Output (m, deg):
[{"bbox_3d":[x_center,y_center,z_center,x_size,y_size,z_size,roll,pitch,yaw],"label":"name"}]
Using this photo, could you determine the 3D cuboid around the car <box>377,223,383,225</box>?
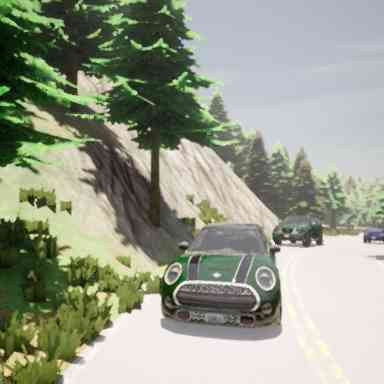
[{"bbox_3d":[22.947,4.667,39.139,2.150,2.045,5.566,-1,-6,35],"label":"car"}]

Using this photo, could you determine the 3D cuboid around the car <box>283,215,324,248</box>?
[{"bbox_3d":[7.318,2.583,22.558,2.150,2.045,5.566,-1,-6,34],"label":"car"}]

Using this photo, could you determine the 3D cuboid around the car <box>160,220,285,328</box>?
[{"bbox_3d":[0.862,1.501,7.495,2.097,1.767,4.553,0,-2,13],"label":"car"}]

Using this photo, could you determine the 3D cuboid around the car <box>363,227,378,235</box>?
[{"bbox_3d":[35.038,7.601,65.444,1.812,1.442,4.674,0,-6,17],"label":"car"}]

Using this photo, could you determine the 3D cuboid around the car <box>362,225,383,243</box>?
[{"bbox_3d":[17.021,4.001,30.623,1.812,1.442,4.674,-1,-6,35],"label":"car"}]
